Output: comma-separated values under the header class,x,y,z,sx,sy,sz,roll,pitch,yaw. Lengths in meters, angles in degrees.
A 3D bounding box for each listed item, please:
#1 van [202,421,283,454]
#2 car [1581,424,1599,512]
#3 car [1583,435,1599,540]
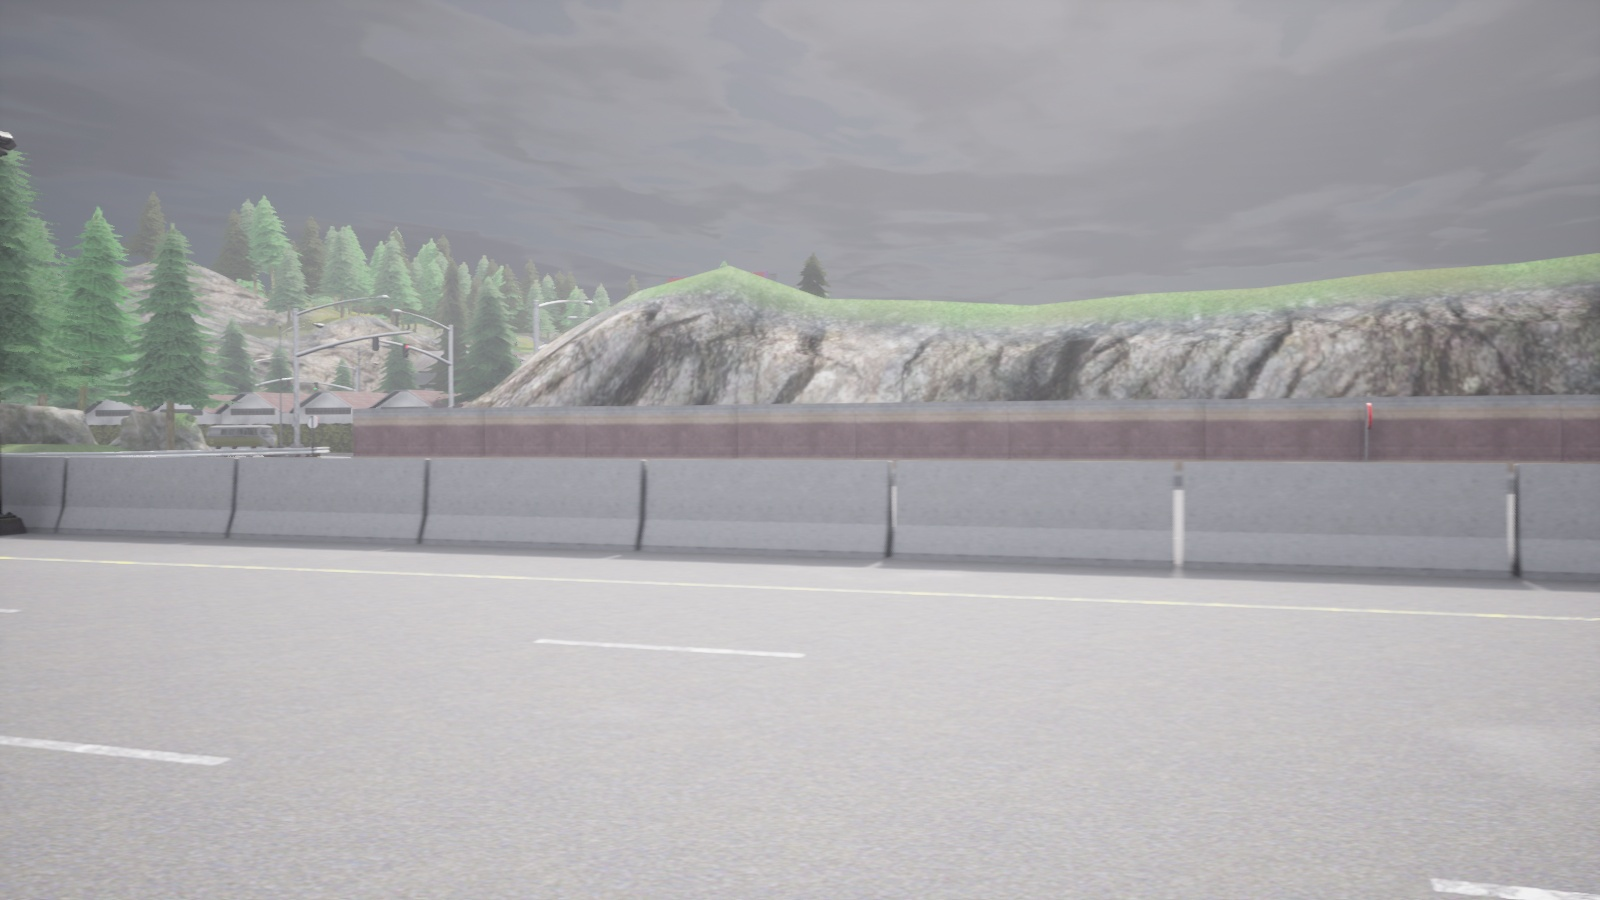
class,x,y,z,sx,sy,sz,roll,pitch,yaw
van,-33.701,-0.767,75.906,4.442,1.987,1.775,1,1,19
car,17.383,0.364,23.189,4.611,1.667,2.242,0,1,19
car,13.731,0.561,17.034,4.902,1.511,2.128,0,1,19
